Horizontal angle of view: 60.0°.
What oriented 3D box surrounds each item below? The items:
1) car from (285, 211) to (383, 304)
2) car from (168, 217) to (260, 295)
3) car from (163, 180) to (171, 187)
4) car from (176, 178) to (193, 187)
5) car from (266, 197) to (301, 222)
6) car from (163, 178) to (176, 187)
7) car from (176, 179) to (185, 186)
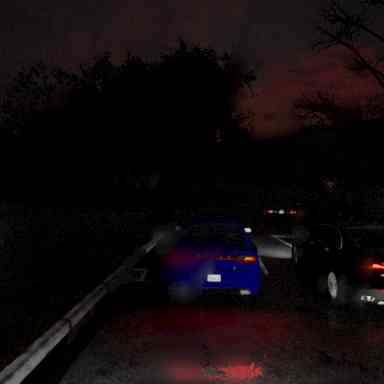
[{"bbox_3d":[3.762,1.432,7.907,1.837,1.490,4.892,0,1,3],"label":"car"},{"bbox_3d":[0.554,1.386,8.594,1.882,1.535,5.008,0,1,3],"label":"car"},{"bbox_3d":[-6.306,-2.121,83.867,2.128,1.511,4.902,0,1,-4],"label":"car"},{"bbox_3d":[-1.277,-2.065,72.011,2.150,2.045,5.566,-1,2,-12],"label":"car"},{"bbox_3d":[5.769,1.051,20.949,2.033,1.411,5.357,1,3,18],"label":"car"},{"bbox_3d":[-4.857,-2.106,73.552,2.150,2.045,5.566,-1,2,-9],"label":"car"},{"bbox_3d":[-3.036,-2.299,83.790,2.097,1.767,4.553,0,1,-4],"label":"car"}]
